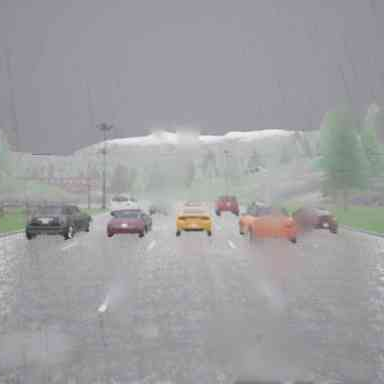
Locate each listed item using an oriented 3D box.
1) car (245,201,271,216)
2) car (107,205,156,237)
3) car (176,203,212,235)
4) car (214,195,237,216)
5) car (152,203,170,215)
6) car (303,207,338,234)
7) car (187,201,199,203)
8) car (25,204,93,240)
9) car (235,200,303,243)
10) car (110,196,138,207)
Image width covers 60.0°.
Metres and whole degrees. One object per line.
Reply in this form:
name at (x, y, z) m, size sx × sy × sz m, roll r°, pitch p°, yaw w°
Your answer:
car at (7.086, 1.695, 35.978) m, size 1.812 × 1.442 × 4.674 m, roll 0°, pitch 0°, yaw -1°
car at (-3.393, 1.652, 18.711) m, size 1.994 × 1.385 × 4.181 m, roll 0°, pitch 0°, yaw 0°
car at (0.107, 1.569, 19.284) m, size 1.882 × 1.535 × 5.008 m, roll 0°, pitch -1°, yaw 0°
car at (3.579, 1.376, 34.413) m, size 2.150 × 2.045 × 5.566 m, roll 0°, pitch -1°, yaw 2°
car at (-3.399, 1.767, 35.341) m, size 1.895 × 1.301 × 4.718 m, roll 0°, pitch 0°, yaw 0°
car at (7.107, 1.620, 19.959) m, size 1.812 × 1.442 × 4.674 m, roll 0°, pitch -1°, yaw 0°
car at (0.064, 1.697, 36.230) m, size 1.812 × 1.442 × 4.674 m, roll 0°, pitch -1°, yaw -1°
car at (-6.892, 1.436, 17.760) m, size 2.097 × 1.767 × 4.553 m, roll 0°, pitch 0°, yaw 0°
car at (3.607, 1.430, 16.567) m, size 2.097 × 1.767 × 4.553 m, roll 0°, pitch 0°, yaw 0°
car at (-6.898, 1.381, 34.254) m, size 2.150 × 2.045 × 5.566 m, roll 0°, pitch -1°, yaw 0°
